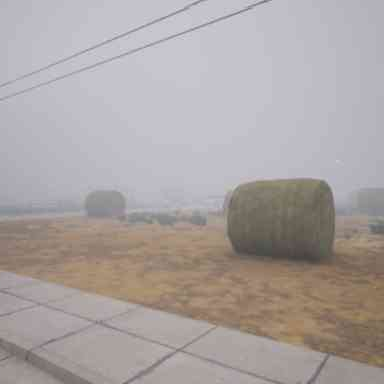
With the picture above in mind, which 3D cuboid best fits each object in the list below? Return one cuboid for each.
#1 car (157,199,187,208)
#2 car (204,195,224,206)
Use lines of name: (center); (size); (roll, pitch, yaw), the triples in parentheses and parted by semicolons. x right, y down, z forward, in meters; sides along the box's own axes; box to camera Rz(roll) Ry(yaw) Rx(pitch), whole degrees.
car: (-3.403, 1.865, 51.293); (1.812, 1.442, 4.674); (-1, 0, 39)
car: (4.416, 1.557, 61.248); (2.150, 2.045, 5.566); (-1, 0, 38)
